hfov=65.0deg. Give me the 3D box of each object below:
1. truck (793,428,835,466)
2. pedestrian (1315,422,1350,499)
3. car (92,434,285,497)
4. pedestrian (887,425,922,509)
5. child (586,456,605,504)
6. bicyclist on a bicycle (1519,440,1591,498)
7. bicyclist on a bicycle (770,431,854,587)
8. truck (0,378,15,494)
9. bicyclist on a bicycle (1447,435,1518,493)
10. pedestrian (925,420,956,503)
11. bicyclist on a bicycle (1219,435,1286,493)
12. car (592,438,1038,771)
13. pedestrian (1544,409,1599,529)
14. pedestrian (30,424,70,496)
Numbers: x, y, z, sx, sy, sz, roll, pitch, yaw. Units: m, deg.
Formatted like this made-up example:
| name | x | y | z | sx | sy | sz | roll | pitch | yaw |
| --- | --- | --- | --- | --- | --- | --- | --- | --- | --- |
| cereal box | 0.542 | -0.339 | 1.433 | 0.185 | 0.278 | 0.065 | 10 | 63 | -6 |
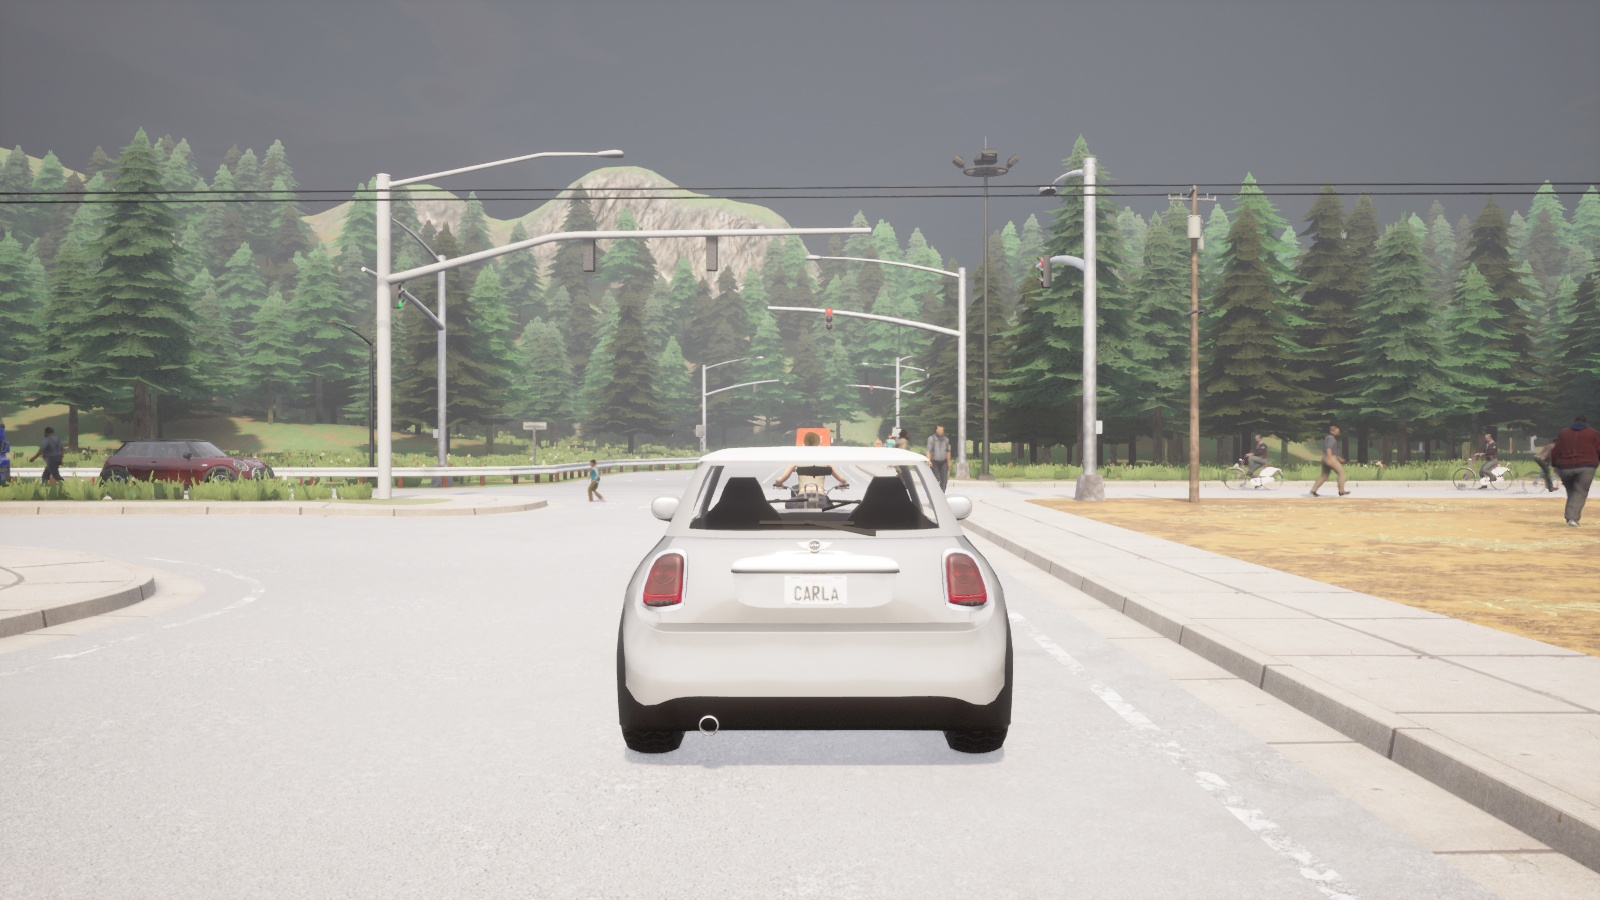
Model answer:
| name | x | y | z | sx | sy | sz | roll | pitch | yaw |
| --- | --- | --- | --- | --- | --- | --- | --- | --- | --- |
| truck | 0.965 | -0.210 | 83.654 | 2.627 | 2.467 | 5.204 | 0 | 0 | 2 |
| pedestrian | 13.042 | 0.251 | 30.766 | 0.694 | 1.848 | 0.540 | 0 | 0 | 9 |
| car | -17.662 | 0.430 | 36.426 | 4.553 | 1.767 | 2.097 | 0 | 0 | 1 |
| pedestrian | 2.423 | 0.378 | 29.152 | 0.692 | 1.930 | 0.396 | 0 | 0 | -19 |
| child | -5.150 | 0.753 | 31.644 | 0.448 | 1.192 | 0.343 | 0 | 0 | -2 |
| bicyclist on a bicycle | 21.292 | 0.527 | 35.423 | 1.656 | 1.620 | 0.582 | 0 | 0 | 2 |
| bicyclist on a bicycle | 0.123 | 0.607 | 13.751 | 0.866 | 1.612 | 1.509 | 0 | 0 | 0 |
| truck | -27.785 | -0.411 | 36.683 | 7.936 | 3.462 | 2.891 | 0 | 0 | 1 |
| bicyclist on a bicycle | 21.146 | 0.425 | 38.926 | 1.843 | 1.776 | 0.659 | 0 | 0 | 1 |
| pedestrian | 3.148 | 0.251 | 28.220 | 0.540 | 1.848 | 0.694 | 0 | 0 | -9 |
| bicyclist on a bicycle | 14.076 | 0.424 | 39.109 | 1.843 | 1.776 | 0.659 | 0 | 0 | 2 |
| car | 0.070 | 0.672 | 7.459 | 1.970 | 1.475 | 3.806 | 0 | 0 | 0 |
| pedestrian | 12.208 | 0.288 | 19.717 | 0.899 | 1.844 | 0.634 | 0 | 0 | -41 |
| pedestrian | -19.343 | 0.249 | 32.395 | 0.694 | 1.848 | 0.540 | 0 | 0 | 1 |
